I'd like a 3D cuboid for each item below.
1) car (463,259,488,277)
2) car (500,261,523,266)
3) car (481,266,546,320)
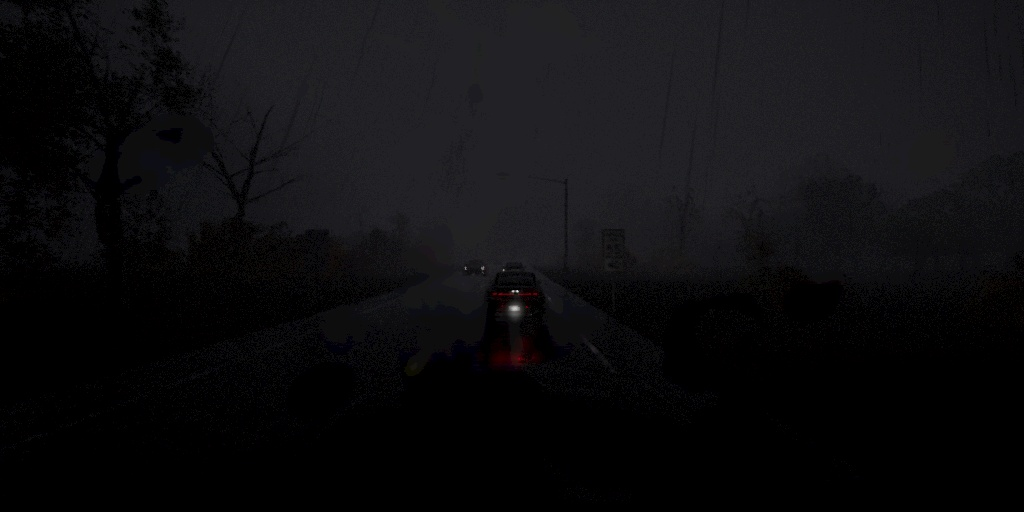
[{"bbox_3d":[-3.477,1.116,35.250,2.097,1.767,4.553,0,0,0],"label":"car"},{"bbox_3d":[0.187,1.267,30.698,1.837,1.490,4.892,0,0,0],"label":"car"},{"bbox_3d":[0.114,1.260,12.562,1.837,1.490,4.892,0,0,0],"label":"car"}]
